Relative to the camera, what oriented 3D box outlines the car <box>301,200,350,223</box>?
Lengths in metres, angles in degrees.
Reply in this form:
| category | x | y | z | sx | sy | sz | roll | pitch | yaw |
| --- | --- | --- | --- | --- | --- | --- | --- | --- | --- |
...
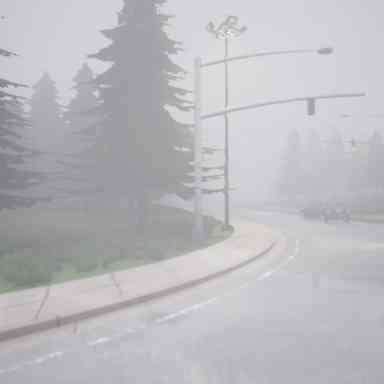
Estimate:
| category | x | y | z | sx | sy | sz | roll | pitch | yaw |
| --- | --- | --- | --- | --- | --- | --- | --- | --- | --- |
| car | 10.515 | 1.481 | 26.585 | 2.097 | 1.767 | 4.553 | 0 | 0 | -8 |
